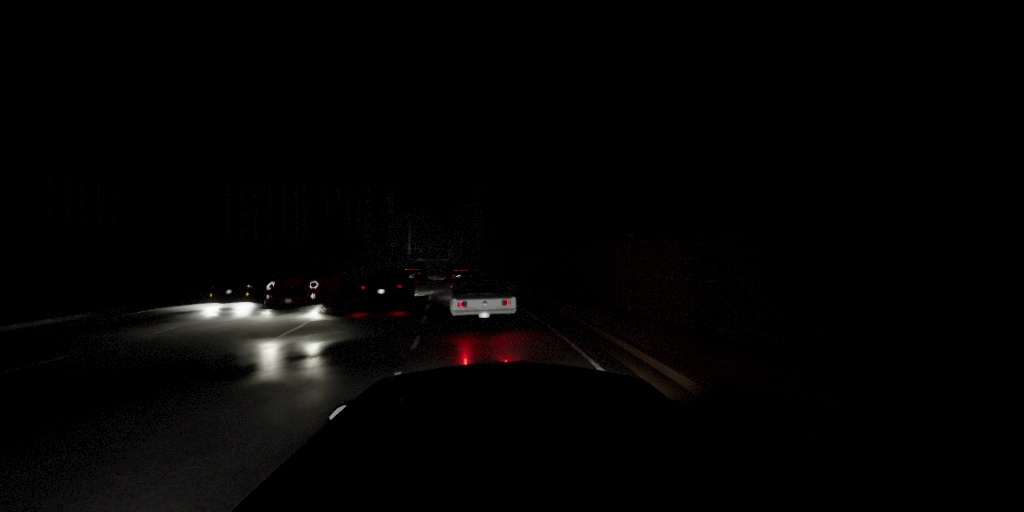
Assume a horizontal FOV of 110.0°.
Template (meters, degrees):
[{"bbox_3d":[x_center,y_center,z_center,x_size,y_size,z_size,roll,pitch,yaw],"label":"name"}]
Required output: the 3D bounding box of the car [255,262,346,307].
[{"bbox_3d":[-9.097,1.161,16.135,2.097,1.767,4.553,0,0,-11],"label":"car"}]

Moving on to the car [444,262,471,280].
[{"bbox_3d":[-4.393,1.264,29.020,1.837,1.490,4.892,0,0,-11],"label":"car"}]

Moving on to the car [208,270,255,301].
[{"bbox_3d":[-12.995,1.404,17.934,1.994,1.385,4.181,0,0,-11],"label":"car"}]

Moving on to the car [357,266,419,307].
[{"bbox_3d":[-5.400,1.342,15.791,1.994,1.385,4.181,0,0,-10],"label":"car"}]

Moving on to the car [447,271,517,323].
[{"bbox_3d":[-1.140,1.350,12.138,1.895,1.301,4.718,0,0,-10],"label":"car"}]

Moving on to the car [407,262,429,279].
[{"bbox_3d":[-8.560,1.294,32.050,1.837,1.490,4.892,0,0,-11],"label":"car"}]
